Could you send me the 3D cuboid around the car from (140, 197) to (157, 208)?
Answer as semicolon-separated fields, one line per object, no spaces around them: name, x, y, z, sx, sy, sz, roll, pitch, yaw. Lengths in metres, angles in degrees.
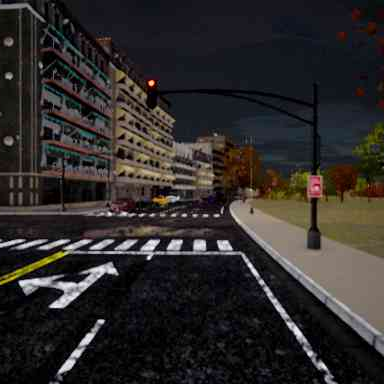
car;-6.941;1.622;48.688;1.895;1.301;4.718;0;0;7

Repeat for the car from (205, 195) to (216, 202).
car;4.468;1.558;79.709;1.882;1.535;5.008;0;0;12

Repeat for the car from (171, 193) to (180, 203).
car;-3.986;1.304;69.349;2.150;2.045;5.566;0;0;9

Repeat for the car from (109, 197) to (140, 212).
car;-7.977;1.350;38.660;2.097;1.767;4.553;0;0;5

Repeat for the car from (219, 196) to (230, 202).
car;7.743;1.614;79.509;2.128;1.511;4.902;0;0;12

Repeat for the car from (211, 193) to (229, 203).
car;5.843;1.309;69.048;2.150;2.045;5.566;0;0;10

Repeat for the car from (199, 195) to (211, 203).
car;2.625;1.596;69.512;2.128;1.511;4.902;0;0;10

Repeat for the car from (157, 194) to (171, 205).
car;-5.584;1.524;58.899;1.882;1.535;5.008;0;0;8
